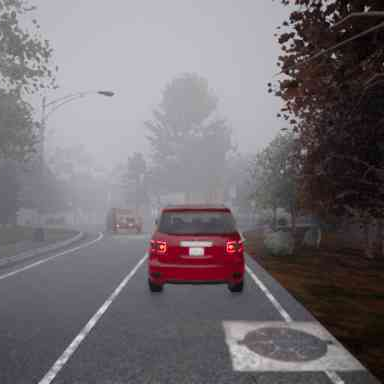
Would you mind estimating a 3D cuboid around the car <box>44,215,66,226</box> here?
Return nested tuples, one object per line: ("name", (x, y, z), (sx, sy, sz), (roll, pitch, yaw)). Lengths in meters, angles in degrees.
("car", (-19.457, 3.986, 47.536), (1.882, 1.535, 5.008), (0, -4, -5))

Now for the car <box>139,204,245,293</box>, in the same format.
("car", (0.103, 1.350, 9.305), (2.150, 2.045, 5.566), (0, -2, 0))

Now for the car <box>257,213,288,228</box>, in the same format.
("car", (9.630, 3.283, 39.621), (2.097, 1.767, 4.553), (-3, -5, 39))

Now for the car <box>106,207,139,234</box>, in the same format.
("car", (-5.529, 2.229, 26.911), (2.150, 2.045, 5.566), (3, -5, -23))

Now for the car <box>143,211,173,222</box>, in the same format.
("car", (-6.759, 4.932, 66.045), (5.566, 2.045, 2.150), (2, -5, -10))
